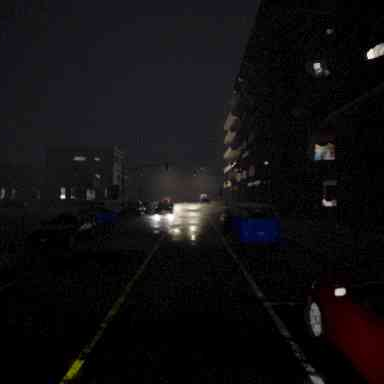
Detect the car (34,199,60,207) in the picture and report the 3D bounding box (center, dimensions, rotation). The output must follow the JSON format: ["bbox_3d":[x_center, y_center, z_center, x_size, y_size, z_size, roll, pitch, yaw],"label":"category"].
[{"bbox_3d":[-25.195,1.885,57.827,4.313,1.339,1.947,0,-1,1],"label":"car"}]

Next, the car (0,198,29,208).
[{"bbox_3d":[-26.373,1.620,49.206,4.097,1.590,1.967,0,-1,1],"label":"car"}]

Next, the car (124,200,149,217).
[{"bbox_3d":[-5.643,1.528,31.791,1.967,1.590,4.097,1,0,0],"label":"car"}]

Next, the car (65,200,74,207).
[{"bbox_3d":[-19.713,1.844,57.751,4.403,1.369,2.008,0,-1,1],"label":"car"}]

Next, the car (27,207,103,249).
[{"bbox_3d":[-5.646,1.590,14.853,1.887,1.381,4.507,1,0,0],"label":"car"}]

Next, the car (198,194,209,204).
[{"bbox_3d":[2.707,1.713,69.956,2.008,1.369,4.403,1,0,0],"label":"car"}]

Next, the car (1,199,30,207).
[{"bbox_3d":[-30.674,1.927,57.901,4.206,1.307,1.802,0,-1,1],"label":"car"}]

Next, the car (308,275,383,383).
[{"bbox_3d":[2.701,1.557,3.594,1.887,1.381,4.507,1,0,0],"label":"car"}]

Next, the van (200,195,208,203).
[{"bbox_3d":[2.710,1.511,75.535,1.690,1.788,3.998,1,0,0],"label":"van"}]

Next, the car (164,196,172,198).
[{"bbox_3d":[-5.674,1.752,75.500,1.802,1.307,4.206,1,0,0],"label":"car"}]

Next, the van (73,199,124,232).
[{"bbox_3d":[-5.642,1.401,20.499,1.690,1.788,3.998,1,0,0],"label":"van"}]

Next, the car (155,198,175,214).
[{"bbox_3d":[-3.026,1.703,37.648,1.895,1.301,4.718,0,0,1],"label":"car"}]

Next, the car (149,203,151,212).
[{"bbox_3d":[-5.644,1.647,37.436,1.887,1.381,4.507,1,0,0],"label":"car"}]

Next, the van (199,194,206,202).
[{"bbox_3d":[2.712,1.526,86.698,1.690,1.788,3.998,1,0,0],"label":"van"}]

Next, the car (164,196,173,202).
[{"bbox_3d":[-5.672,1.723,81.081,1.887,1.381,4.507,1,0,0],"label":"car"}]

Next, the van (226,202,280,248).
[{"bbox_3d":[2.705,1.386,14.886,1.690,1.788,3.998,1,0,0],"label":"van"}]

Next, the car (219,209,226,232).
[{"bbox_3d":[2.702,1.626,20.531,1.947,1.339,4.313,1,0,0],"label":"car"}]
